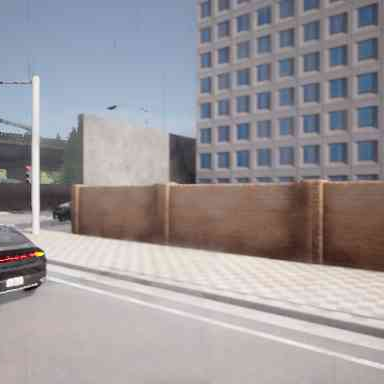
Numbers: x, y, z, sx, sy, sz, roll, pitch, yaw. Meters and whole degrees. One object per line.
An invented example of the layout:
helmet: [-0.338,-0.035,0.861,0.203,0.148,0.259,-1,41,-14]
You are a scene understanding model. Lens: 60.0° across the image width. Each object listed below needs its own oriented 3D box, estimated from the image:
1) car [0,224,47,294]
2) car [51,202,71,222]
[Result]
car: [-5.330,1.498,7.766,4.892,1.490,1.837,-1,-1,36]
car: [-7.994,1.440,24.878,1.837,1.490,4.892,-1,0,35]
